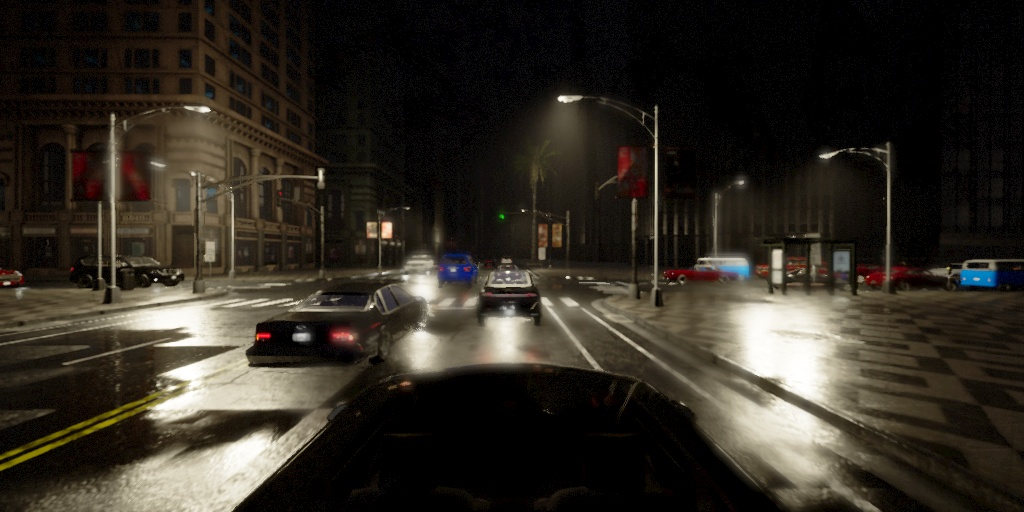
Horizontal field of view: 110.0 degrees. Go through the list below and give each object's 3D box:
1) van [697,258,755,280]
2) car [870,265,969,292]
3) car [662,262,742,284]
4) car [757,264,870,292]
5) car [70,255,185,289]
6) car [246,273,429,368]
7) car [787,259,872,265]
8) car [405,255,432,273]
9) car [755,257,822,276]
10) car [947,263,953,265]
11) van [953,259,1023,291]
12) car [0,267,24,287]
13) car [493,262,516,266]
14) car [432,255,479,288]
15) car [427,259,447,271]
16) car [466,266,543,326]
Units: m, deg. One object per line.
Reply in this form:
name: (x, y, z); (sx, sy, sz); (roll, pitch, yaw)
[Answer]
van: (16.645, 1.054, 28.667); (3.998, 1.789, 1.690); (0, 0, -1)
car: (22.448, 1.322, 20.226); (4.207, 1.307, 1.802); (0, 0, -1)
car: (13.511, 1.325, 25.957); (4.718, 1.301, 1.895); (0, 0, 2)
car: (16.771, 1.293, 20.143); (4.403, 1.370, 2.007); (0, 0, -1)
car: (-23.777, 0.979, 22.261); (5.566, 2.045, 2.150); (0, 0, -1)
car: (-3.284, 1.293, 8.016); (2.033, 1.411, 5.357); (0, 0, -1)
car: (22.953, 1.198, 26.093); (5.008, 1.535, 1.882); (0, 0, -1)
car: (-10.443, 0.950, 40.831); (2.150, 2.045, 5.566); (0, 0, -1)
car: (22.321, 1.026, 28.750); (5.009, 1.841, 2.192); (0, 0, -1)
car: (32.894, 1.243, 26.234); (4.674, 1.442, 1.812); (0, 0, 0)
van: (28.125, 1.079, 20.309); (3.998, 1.789, 1.690); (0, 0, -1)
car: (-33.495, 1.118, 22.176); (4.553, 1.767, 2.097); (0, 0, -1)
car: (-0.314, 1.337, 28.119); (1.895, 1.301, 4.718); (0, 0, -1)
car: (-3.504, 0.958, 23.866); (2.150, 2.045, 5.566); (0, 0, -1)
car: (-10.568, 1.229, 50.757); (1.837, 1.490, 4.892); (0, 0, -1)
car: (-0.086, 1.236, 11.656); (2.128, 1.511, 4.902); (0, 0, -1)
